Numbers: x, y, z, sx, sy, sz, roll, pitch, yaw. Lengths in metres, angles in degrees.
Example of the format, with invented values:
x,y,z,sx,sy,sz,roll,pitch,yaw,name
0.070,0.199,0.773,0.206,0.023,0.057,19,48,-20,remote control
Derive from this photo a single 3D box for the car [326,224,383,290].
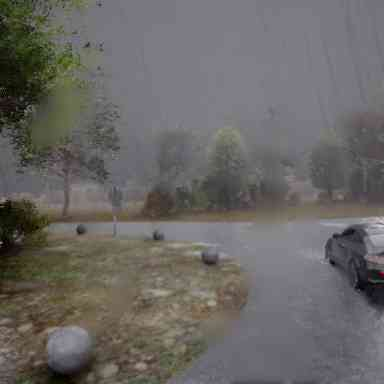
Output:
x,y,z,sx,sy,sz,roll,pitch,yaw,name
4.986,1.609,9.041,1.812,1.442,4.674,0,0,11,car
